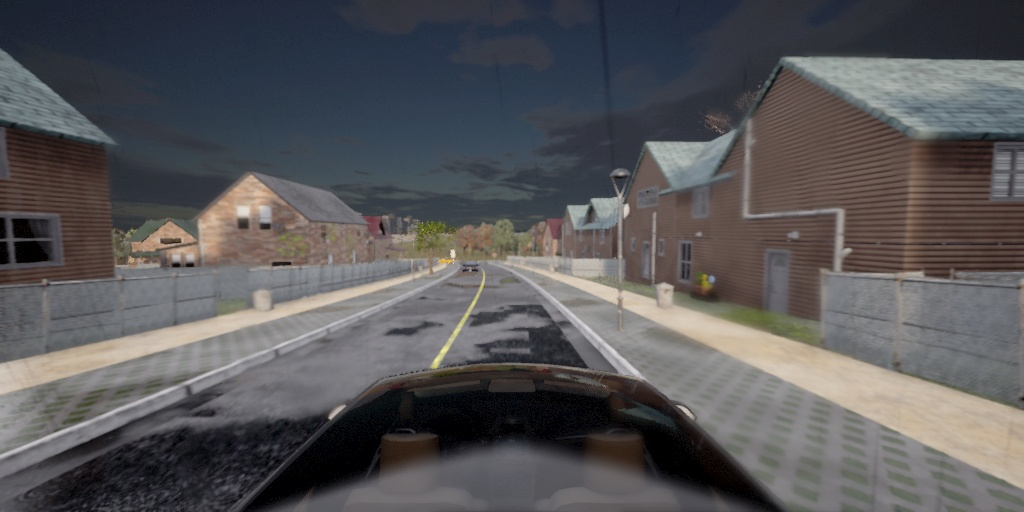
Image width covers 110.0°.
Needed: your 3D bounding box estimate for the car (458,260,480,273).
[{"bbox_3d":[-4.662,1.171,40.669,2.033,1.411,5.357,0,0,-5],"label":"car"}]
